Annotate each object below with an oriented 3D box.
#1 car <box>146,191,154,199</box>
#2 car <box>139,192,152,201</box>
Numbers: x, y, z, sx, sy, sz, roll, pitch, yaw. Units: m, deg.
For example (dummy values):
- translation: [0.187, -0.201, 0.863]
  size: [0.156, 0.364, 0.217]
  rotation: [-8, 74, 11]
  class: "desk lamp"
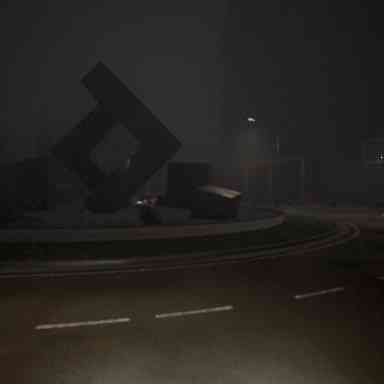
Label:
- translation: [-10.945, 0.748, 84.870]
  size: [2.150, 2.045, 5.566]
  rotation: [0, 0, -3]
  class: "car"
- translation: [-9.990, 1.237, 69.069]
  size: [1.895, 1.301, 4.718]
  rotation: [0, 0, -3]
  class: "car"
